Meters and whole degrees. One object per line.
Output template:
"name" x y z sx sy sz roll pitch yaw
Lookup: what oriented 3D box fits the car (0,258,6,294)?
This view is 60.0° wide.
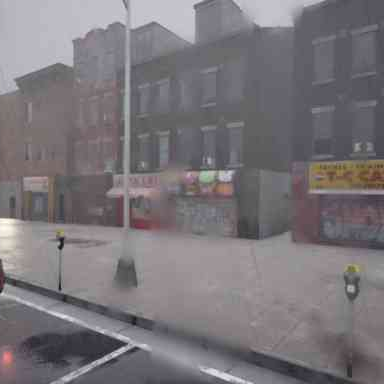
"car" -5.735 1.527 7.061 4.674 1.442 1.812 0 0 36
